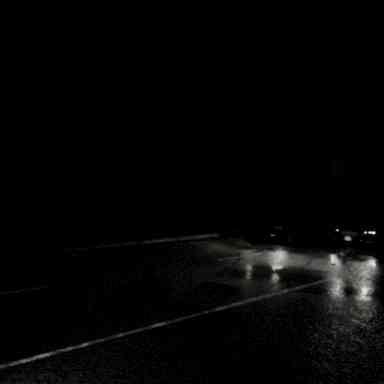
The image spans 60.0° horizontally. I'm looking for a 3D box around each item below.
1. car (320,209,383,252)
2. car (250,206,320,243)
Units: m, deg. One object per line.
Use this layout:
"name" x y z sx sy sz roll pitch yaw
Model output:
"car" 7.822 1.478 13.861 4.902 1.511 2.128 0 0 -35
"car" 5.005 1.466 16.152 5.008 1.535 1.882 0 0 -35
